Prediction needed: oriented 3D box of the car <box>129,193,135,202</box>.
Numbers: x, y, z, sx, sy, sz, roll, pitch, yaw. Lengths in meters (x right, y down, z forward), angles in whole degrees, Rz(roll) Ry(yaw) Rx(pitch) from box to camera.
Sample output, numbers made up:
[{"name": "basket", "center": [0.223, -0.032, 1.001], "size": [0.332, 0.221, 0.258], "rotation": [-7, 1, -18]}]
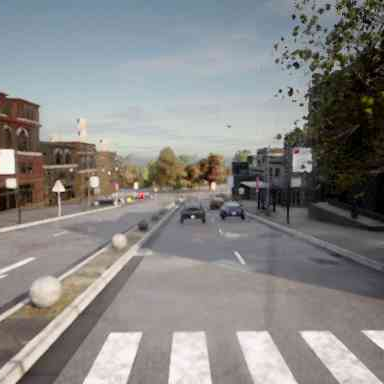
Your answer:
[{"name": "car", "center": [-14.247, 1.414, 63.275], "size": [5.366, 1.575, 1.946], "rotation": [-1, 0, -20]}]

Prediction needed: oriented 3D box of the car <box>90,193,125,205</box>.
[{"name": "car", "center": [-14.022, 1.436, 54.195], "size": [4.892, 1.521, 2.231], "rotation": [-1, 0, -20]}]

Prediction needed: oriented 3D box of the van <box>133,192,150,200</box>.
[{"name": "van", "center": [-14.261, 1.134, 93.759], "size": [4.442, 1.987, 1.878], "rotation": [-1, 0, -20]}]

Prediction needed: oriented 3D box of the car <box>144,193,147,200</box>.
[{"name": "car", "center": [-14.139, 1.136, 78.560], "size": [5.566, 2.045, 2.435], "rotation": [-1, 0, -20]}]

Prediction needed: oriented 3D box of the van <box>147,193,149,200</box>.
[{"name": "van", "center": [-14.021, 1.148, 84.709], "size": [4.442, 1.987, 1.878], "rotation": [-1, 0, -20]}]

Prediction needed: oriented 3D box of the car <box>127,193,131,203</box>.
[{"name": "car", "center": [-14.092, 1.451, 60.280], "size": [4.792, 1.488, 2.163], "rotation": [-1, 0, -20]}]

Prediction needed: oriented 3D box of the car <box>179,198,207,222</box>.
[{"name": "car", "center": [0.068, 1.484, 25.721], "size": [1.837, 1.490, 4.892], "rotation": [0, 0, 0]}]

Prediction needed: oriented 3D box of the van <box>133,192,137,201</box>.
[{"name": "van", "center": [-13.975, 1.181, 66.435], "size": [4.442, 1.987, 1.878], "rotation": [-1, 0, -20]}]

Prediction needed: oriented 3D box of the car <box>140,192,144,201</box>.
[{"name": "car", "center": [-14.098, 1.393, 75.529], "size": [4.892, 1.521, 2.231], "rotation": [-1, 0, -20]}]

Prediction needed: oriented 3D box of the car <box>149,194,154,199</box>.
[{"name": "car", "center": [-14.121, 1.112, 90.771], "size": [5.566, 2.045, 2.435], "rotation": [-1, 0, -20]}]

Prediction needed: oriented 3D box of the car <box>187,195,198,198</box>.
[{"name": "car", "center": [0.067, 1.318, 43.180], "size": [2.097, 1.767, 4.553], "rotation": [0, 0, 0]}]

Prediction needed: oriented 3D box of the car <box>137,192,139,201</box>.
[{"name": "car", "center": [-14.059, 1.277, 69.443], "size": [4.553, 1.767, 2.185], "rotation": [-1, 0, -20]}]

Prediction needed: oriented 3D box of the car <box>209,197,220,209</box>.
[{"name": "car", "center": [3.322, 1.438, 43.768], "size": [1.882, 1.535, 5.008], "rotation": [0, 0, 0]}]

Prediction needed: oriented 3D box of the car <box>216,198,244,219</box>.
[{"name": "car", "center": [3.305, 1.498, 28.262], "size": [1.812, 1.442, 4.674], "rotation": [0, -1, 1]}]

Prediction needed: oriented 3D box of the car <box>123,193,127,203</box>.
[{"name": "car", "center": [-14.084, 1.303, 57.237], "size": [4.553, 1.767, 2.185], "rotation": [-1, 0, -20]}]
